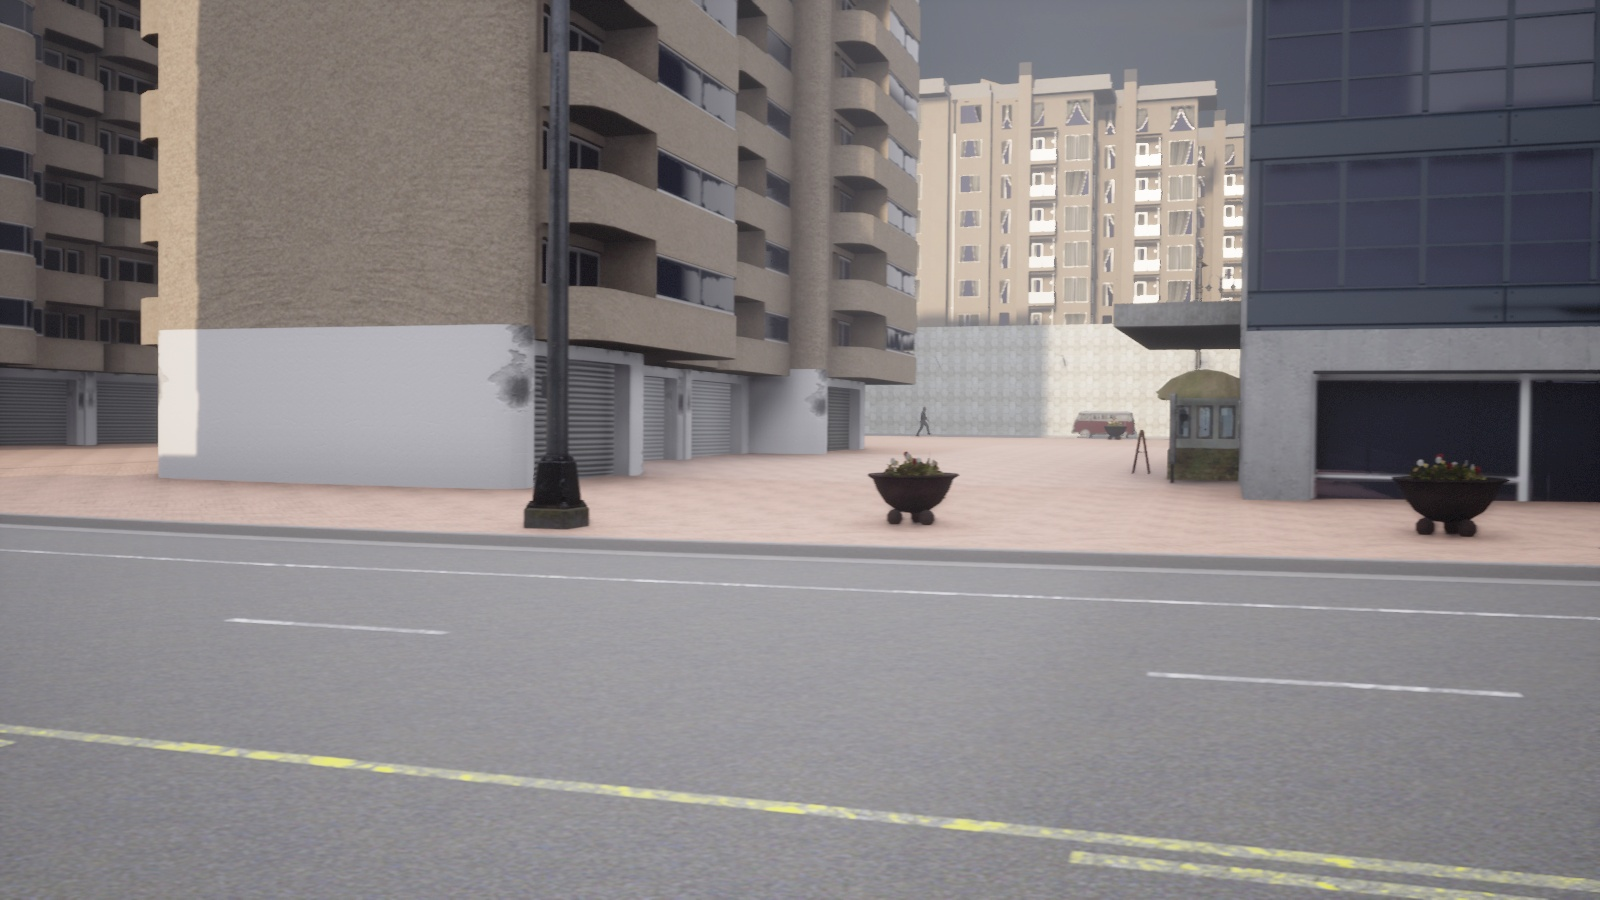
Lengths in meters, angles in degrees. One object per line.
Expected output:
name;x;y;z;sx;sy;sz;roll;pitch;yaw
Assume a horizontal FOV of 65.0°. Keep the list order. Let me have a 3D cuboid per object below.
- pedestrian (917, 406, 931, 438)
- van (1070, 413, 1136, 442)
pedestrian;7.356;-1.666;74.477;0.720;1.854;0.376;1;1;19
van;21.842;-1.643;90.531;4.442;1.987;1.775;1;1;20
